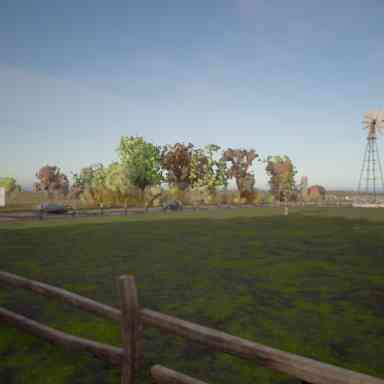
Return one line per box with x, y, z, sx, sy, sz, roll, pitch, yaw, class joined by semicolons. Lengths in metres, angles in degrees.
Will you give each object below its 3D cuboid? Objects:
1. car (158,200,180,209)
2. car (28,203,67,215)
-3.756;2.222;57.076;1.837;1.490;4.892;1;-1;36;car
-16.867;1.958;38.909;1.994;1.385;4.181;1;0;36;car
